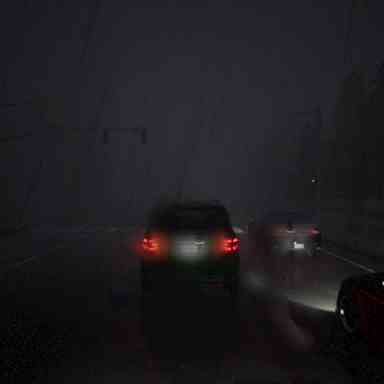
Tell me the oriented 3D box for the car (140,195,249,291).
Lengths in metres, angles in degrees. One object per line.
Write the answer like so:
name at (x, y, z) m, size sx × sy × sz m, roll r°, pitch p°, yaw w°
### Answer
car at (-0.075, 1.221, 9.131) m, size 2.150 × 2.045 × 5.566 m, roll 0°, pitch 0°, yaw -1°

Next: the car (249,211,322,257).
car at (3.367, 1.492, 12.879) m, size 2.128 × 1.511 × 4.902 m, roll 0°, pitch 0°, yaw 0°

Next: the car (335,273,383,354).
car at (3.436, 1.564, 3.971) m, size 1.994 × 1.385 × 4.181 m, roll 0°, pitch 0°, yaw -1°
